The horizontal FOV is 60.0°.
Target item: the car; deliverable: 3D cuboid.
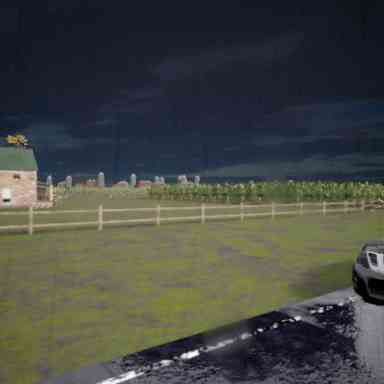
[{"bbox_3d":[5.697,1.258,7.006,5.566,2.045,2.150,0,0,-35],"label":"car"}]
